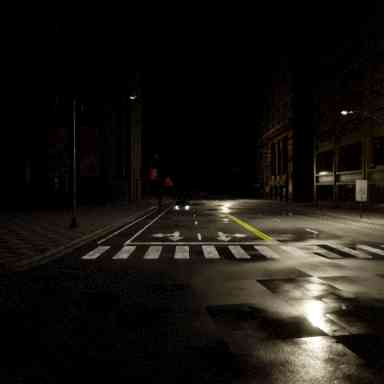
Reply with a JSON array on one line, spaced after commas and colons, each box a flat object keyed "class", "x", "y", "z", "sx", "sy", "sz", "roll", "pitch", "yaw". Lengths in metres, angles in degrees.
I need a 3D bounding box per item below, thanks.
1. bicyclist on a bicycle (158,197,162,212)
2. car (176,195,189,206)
[{"class": "bicyclist on a bicycle", "x": -3.704, "y": 1.435, "z": 38.448, "sx": 0.582, "sy": 1.620, "sz": 1.656, "roll": 0, "pitch": 0, "yaw": -1}, {"class": "car", "x": -1.585, "y": 1.332, "z": 54.772, "sx": 2.097, "sy": 1.767, "sz": 4.553, "roll": 0, "pitch": 0, "yaw": 0}]
